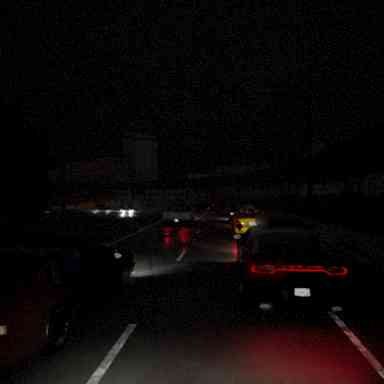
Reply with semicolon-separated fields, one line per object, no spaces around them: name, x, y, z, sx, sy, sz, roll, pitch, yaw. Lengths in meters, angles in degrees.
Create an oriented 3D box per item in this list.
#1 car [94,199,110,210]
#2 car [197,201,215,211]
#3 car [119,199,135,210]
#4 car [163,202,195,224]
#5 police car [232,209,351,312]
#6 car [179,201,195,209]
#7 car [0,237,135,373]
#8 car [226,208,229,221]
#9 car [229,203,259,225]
car;-12.635;1.765;46.870;1.882;1.535;5.008;0;-2;-10
car;1.861;1.880;45.789;1.895;1.301;4.718;0;-1;-8
car;-9.013;1.762;46.203;2.128;1.511;4.902;0;-2;-9
car;-0.890;1.622;24.640;1.895;1.301;4.718;0;0;4
police car;2.062;1.432;7.996;1.930;1.638;5.238;0;0;6
car;-0.919;2.371;60.036;1.895;1.301;4.718;0;-2;-15
car;-2.604;1.552;6.094;2.033;1.411;5.357;0;0;6
car;3.623;1.530;24.037;1.837;1.490;4.892;0;0;4
car;3.082;1.470;18.028;1.801;1.575;5.366;0;0;6
